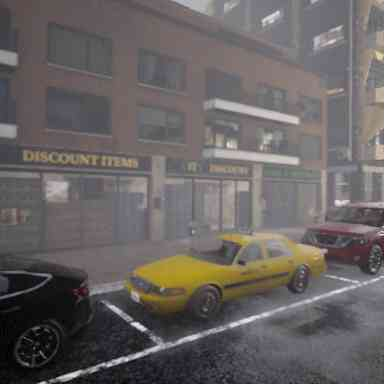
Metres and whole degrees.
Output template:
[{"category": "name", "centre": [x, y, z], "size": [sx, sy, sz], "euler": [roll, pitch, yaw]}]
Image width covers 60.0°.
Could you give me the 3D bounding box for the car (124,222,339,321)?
[{"category": "car", "centre": [0.971, 1.508, 7.237], "size": [4.829, 1.417, 1.752], "euler": [0, 1, -35]}]

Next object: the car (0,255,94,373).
[{"category": "car", "centre": [-3.425, 1.567, 4.102], "size": [4.313, 1.339, 1.947], "euler": [0, 1, -35]}]

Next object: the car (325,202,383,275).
[{"category": "car", "centre": [5.646, 1.277, 10.568], "size": [5.009, 1.841, 2.192], "euler": [0, 1, -35]}]
